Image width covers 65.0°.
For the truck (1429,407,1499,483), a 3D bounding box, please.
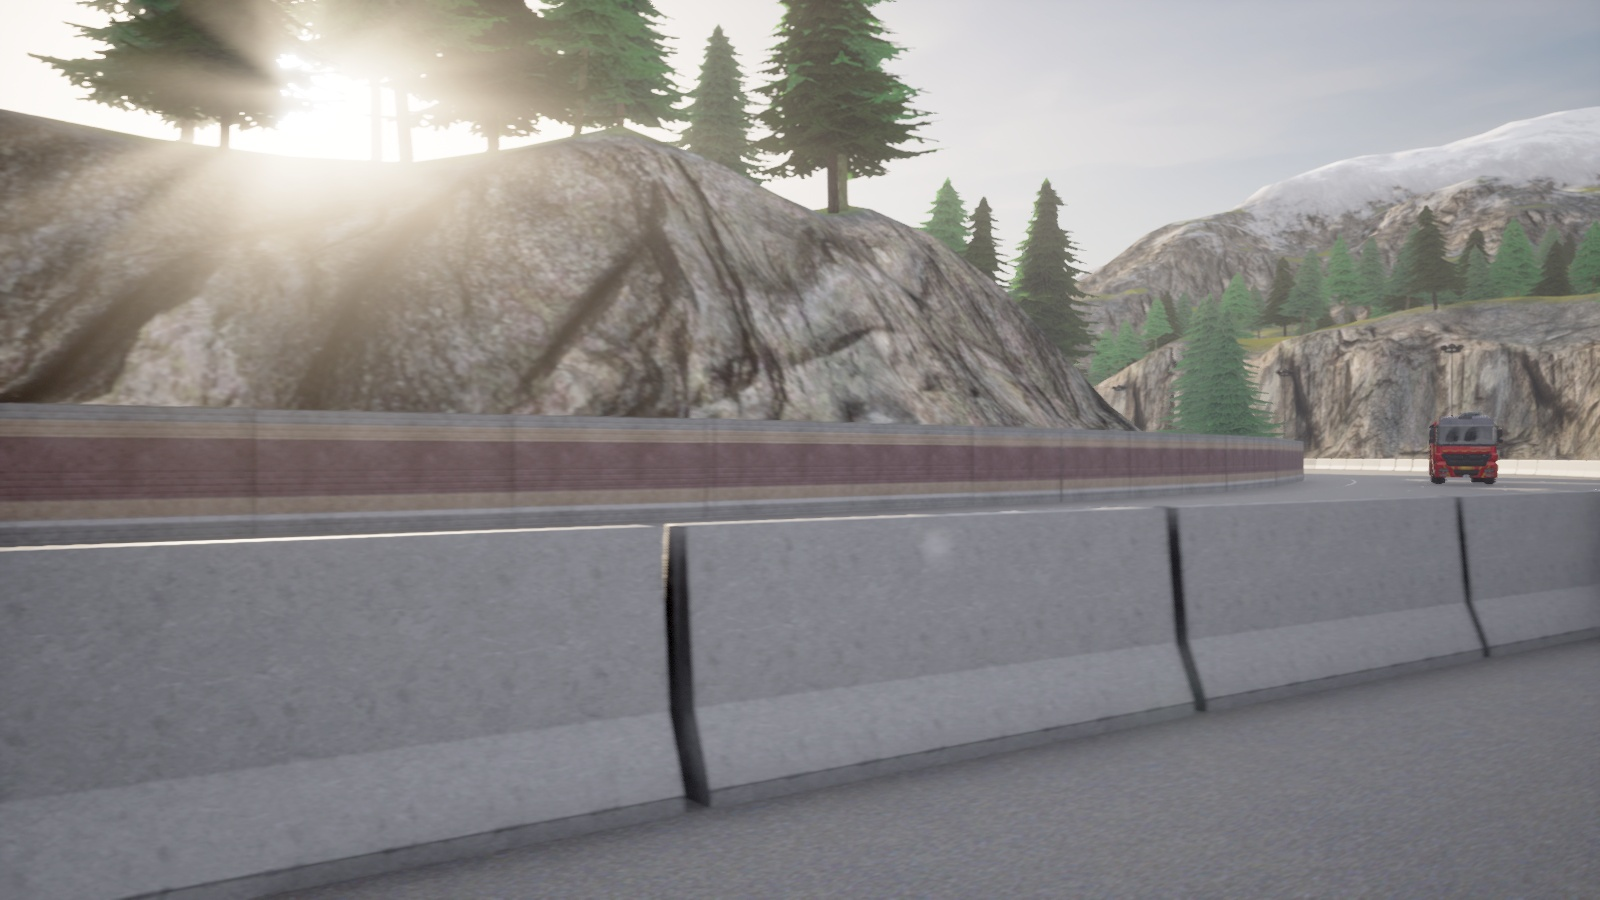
[{"bbox_3d":[35.477,-0.243,67.319,2.891,3.827,8.468,0,0,25],"label":"truck"}]
